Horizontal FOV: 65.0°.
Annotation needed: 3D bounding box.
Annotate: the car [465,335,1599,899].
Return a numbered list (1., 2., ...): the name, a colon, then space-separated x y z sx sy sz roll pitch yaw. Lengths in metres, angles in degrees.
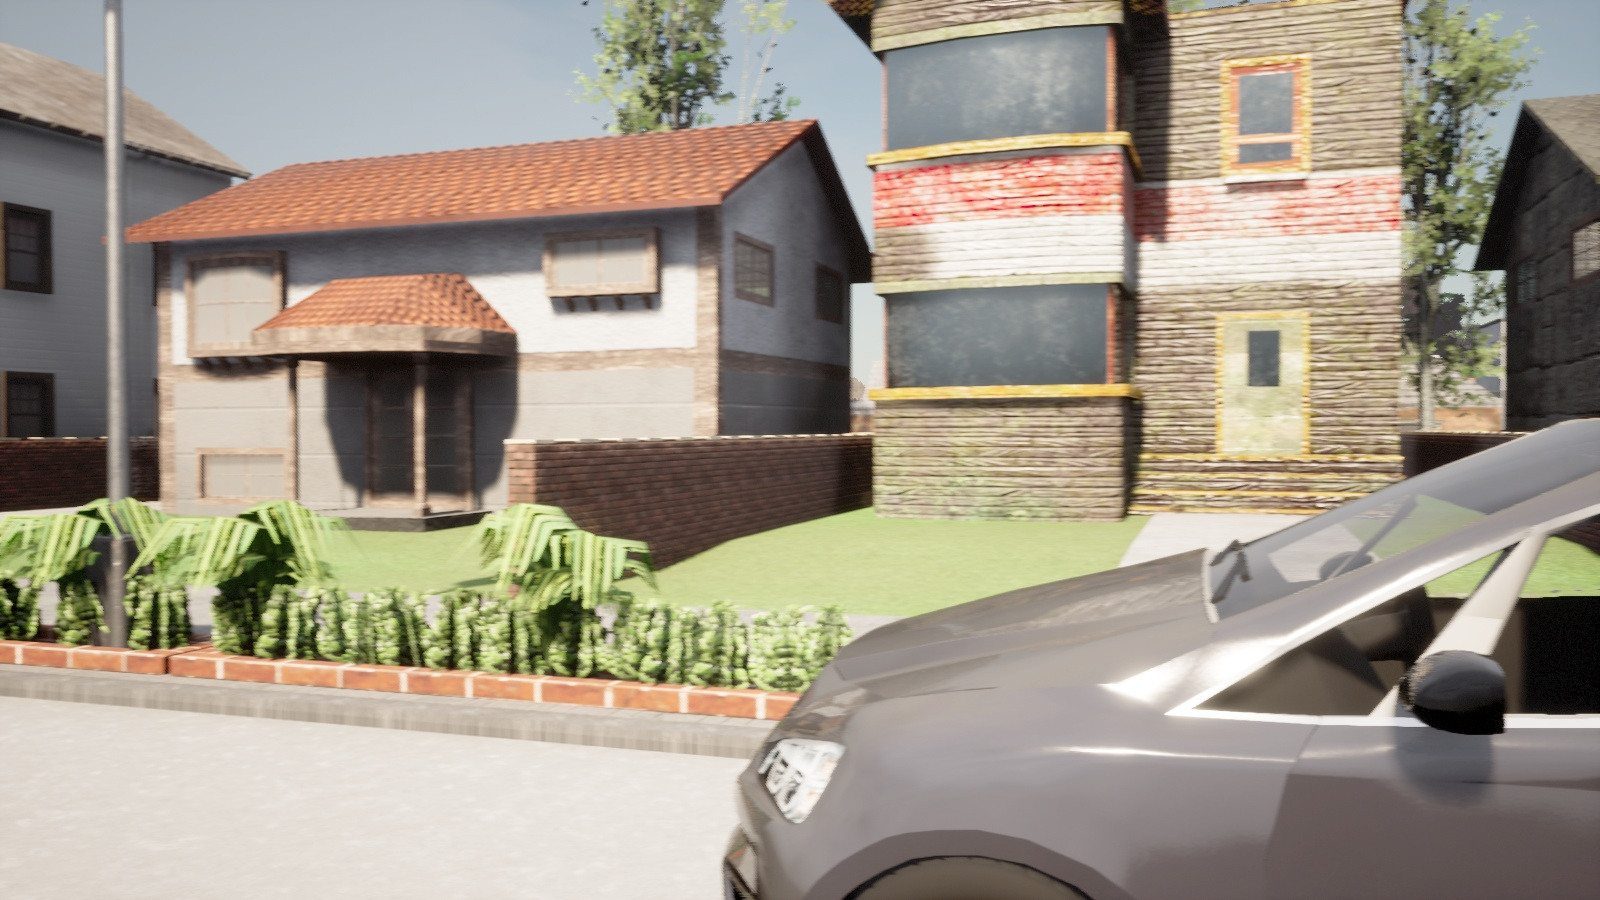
1. car: 1.801 0.628 3.113 4.611 1.667 2.242 0 1 19
